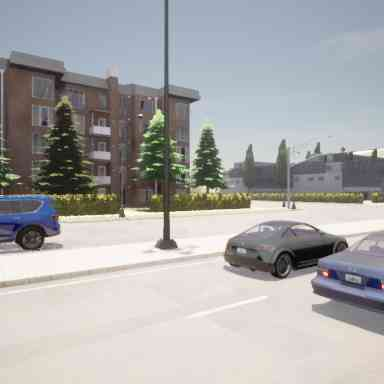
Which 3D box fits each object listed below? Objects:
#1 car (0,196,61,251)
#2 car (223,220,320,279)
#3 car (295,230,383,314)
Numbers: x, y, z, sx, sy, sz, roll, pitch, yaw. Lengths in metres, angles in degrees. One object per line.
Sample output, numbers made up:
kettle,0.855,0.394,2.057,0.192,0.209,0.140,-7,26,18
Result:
car,-7.893,1.214,12.492,5.566,2.045,2.150,-1,1,-36
car,2.980,1.563,10.172,4.181,1.385,1.994,0,0,-35
car,4.842,1.547,7.203,5.357,1.411,2.033,0,0,-35
